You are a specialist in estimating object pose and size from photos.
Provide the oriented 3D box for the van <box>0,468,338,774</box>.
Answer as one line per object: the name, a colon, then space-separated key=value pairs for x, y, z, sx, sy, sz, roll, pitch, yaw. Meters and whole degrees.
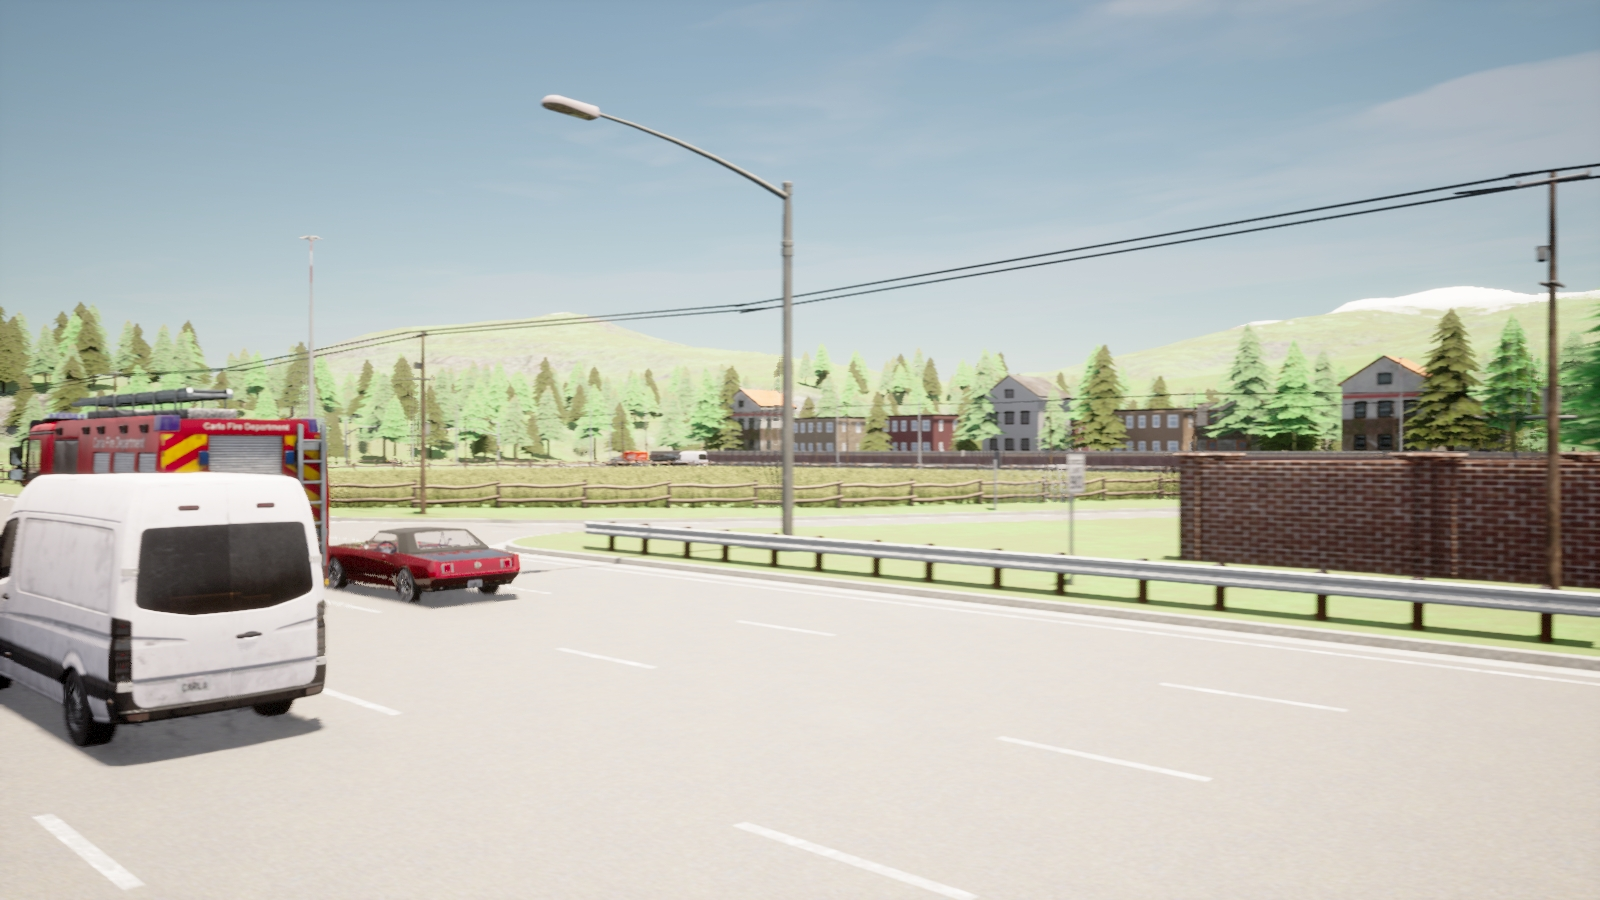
van: x=-7.448 y=1.530 z=12.680 sx=5.915 sy=2.561 sz=1.988 roll=0 pitch=0 yaw=43

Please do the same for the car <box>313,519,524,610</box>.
car: x=-7.543 y=2.146 z=22.337 sx=4.718 sy=1.301 sz=1.895 roll=0 pitch=0 yaw=43

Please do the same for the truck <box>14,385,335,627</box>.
truck: x=-12.295 y=0.883 z=21.992 sx=8.468 sy=3.827 sz=2.891 roll=0 pitch=0 yaw=43
